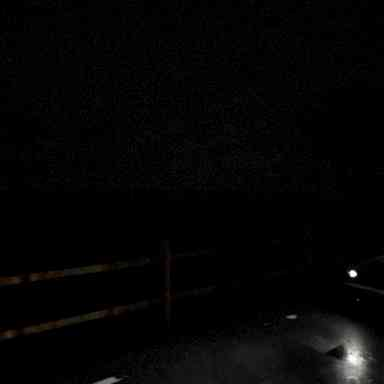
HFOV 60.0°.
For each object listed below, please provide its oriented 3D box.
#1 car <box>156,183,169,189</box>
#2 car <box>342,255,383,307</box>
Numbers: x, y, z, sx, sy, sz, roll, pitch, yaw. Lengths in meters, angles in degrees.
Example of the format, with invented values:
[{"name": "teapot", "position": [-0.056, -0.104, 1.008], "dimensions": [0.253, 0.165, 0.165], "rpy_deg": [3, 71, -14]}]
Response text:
[{"name": "car", "position": [-8.344, -1.717, 91.761], "dimensions": [2.033, 1.411, 5.357], "rpy_deg": [2, 0, -35]}, {"name": "car", "position": [5.085, 1.550, 6.694], "dimensions": [4.718, 1.301, 1.895], "rpy_deg": [-1, 0, -35]}]
